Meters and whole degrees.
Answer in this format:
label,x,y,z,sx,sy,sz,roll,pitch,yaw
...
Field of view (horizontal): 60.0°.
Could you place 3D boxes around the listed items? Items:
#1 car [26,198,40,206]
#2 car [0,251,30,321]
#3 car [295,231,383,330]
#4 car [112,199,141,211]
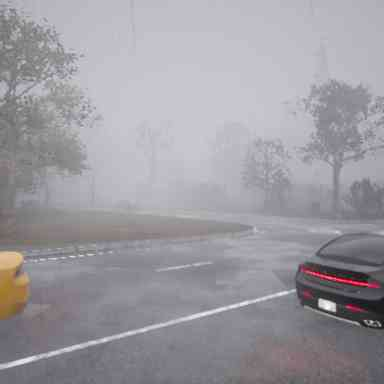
label,x,y,z,sx,sy,sz,roll,pitch,yaw
car,-29.039,1.862,58.853,5.008,1.535,1.882,-1,-1,30
car,-5.066,1.470,4.665,5.008,1.535,1.882,0,0,-36
car,4.111,1.541,6.642,4.892,1.490,1.837,0,0,-35
car,-8.694,1.702,44.179,4.674,1.442,1.812,0,-1,42
